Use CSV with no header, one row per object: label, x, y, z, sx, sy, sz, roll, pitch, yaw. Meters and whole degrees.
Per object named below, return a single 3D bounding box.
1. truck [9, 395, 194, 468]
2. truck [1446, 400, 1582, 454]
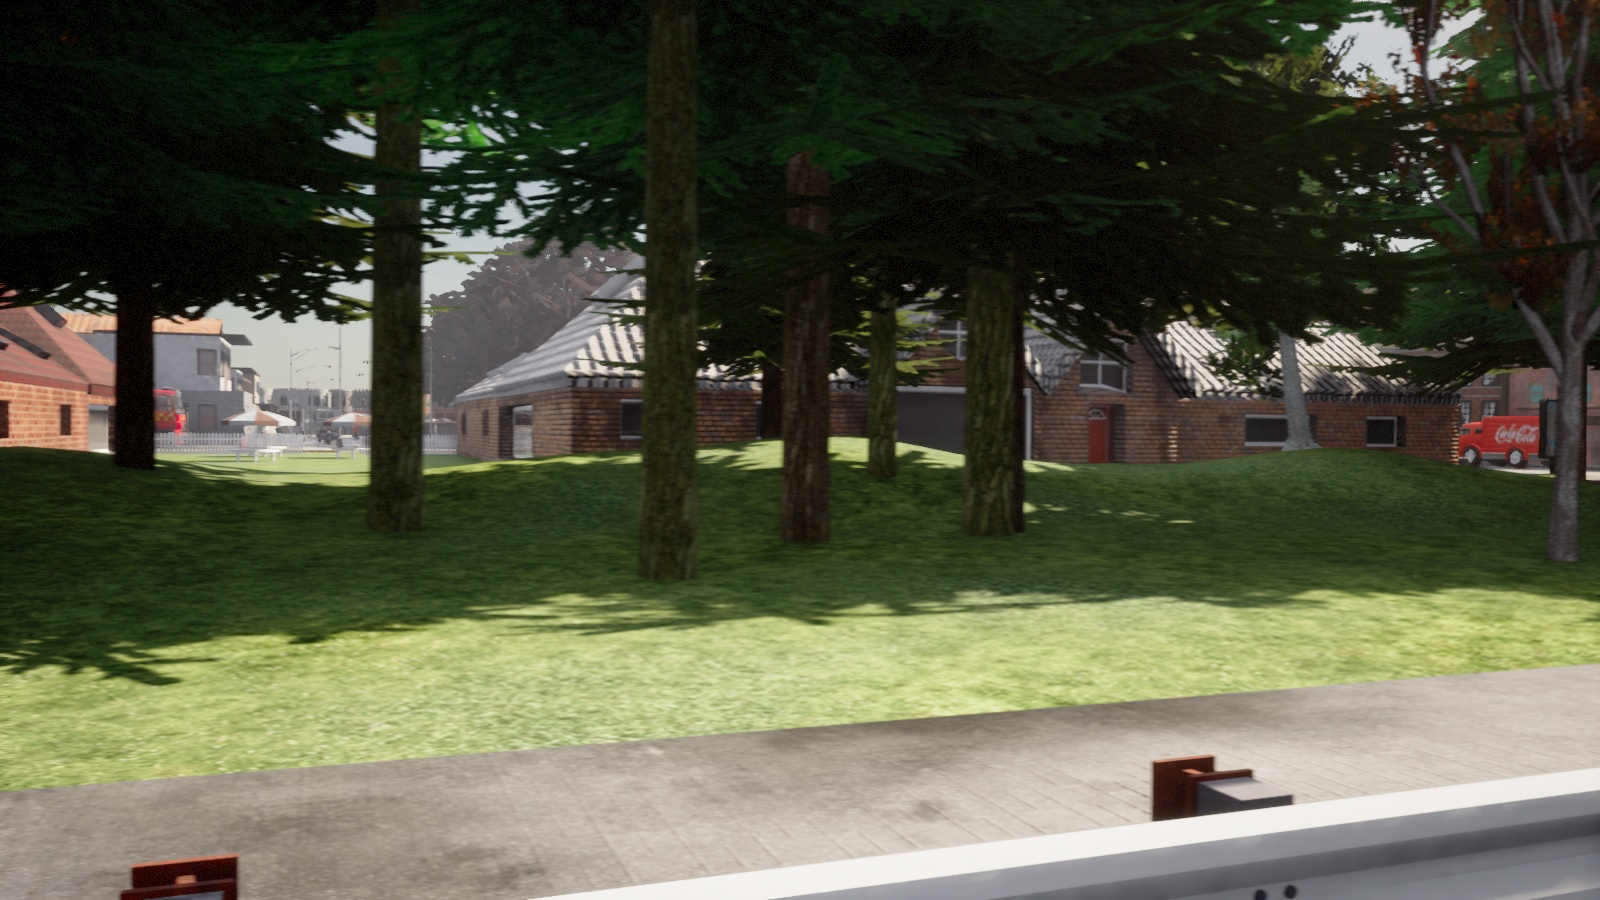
truck,-37.997,-1.056,68.704,8.468,3.827,2.891,-1,1,-21
truck,34.290,-1.120,60.483,2.627,2.467,5.204,-1,1,-21
